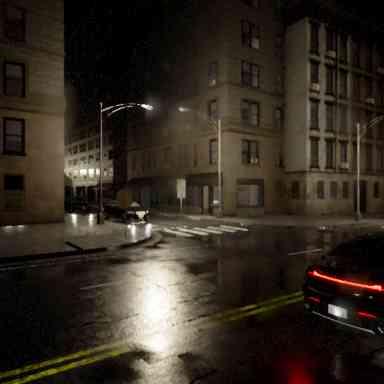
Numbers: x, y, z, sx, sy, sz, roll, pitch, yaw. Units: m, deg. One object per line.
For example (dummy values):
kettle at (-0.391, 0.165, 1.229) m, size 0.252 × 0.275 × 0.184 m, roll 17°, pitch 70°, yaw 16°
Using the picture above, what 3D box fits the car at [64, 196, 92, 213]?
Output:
car at (-11.551, 1.208, 32.901) m, size 1.882 × 1.535 × 5.008 m, roll 0°, pitch 0°, yaw -37°

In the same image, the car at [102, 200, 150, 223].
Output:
car at (-4.853, 1.326, 24.035) m, size 2.128 × 1.511 × 4.902 m, roll 0°, pitch 1°, yaw -37°

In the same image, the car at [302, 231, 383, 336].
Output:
car at (4.126, 1.502, 6.264) m, size 4.892 × 1.490 × 1.837 m, roll 0°, pitch 0°, yaw -35°
